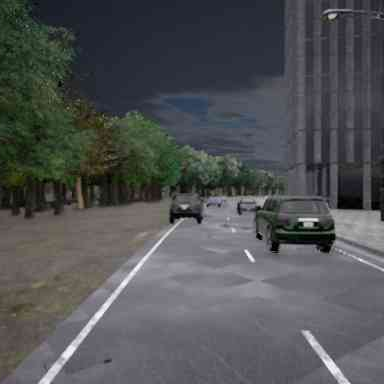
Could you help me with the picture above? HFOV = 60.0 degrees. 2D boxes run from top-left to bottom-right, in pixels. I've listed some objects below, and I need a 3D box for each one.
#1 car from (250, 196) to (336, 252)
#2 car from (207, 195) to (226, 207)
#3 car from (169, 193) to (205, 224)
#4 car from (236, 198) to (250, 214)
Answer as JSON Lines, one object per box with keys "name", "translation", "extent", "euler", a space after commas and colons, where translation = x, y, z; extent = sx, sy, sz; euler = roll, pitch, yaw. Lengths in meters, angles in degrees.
{"name": "car", "translation": [3.951, 1.155, 13.641], "extent": [2.150, 2.045, 5.566], "euler": [0, 0, 2]}
{"name": "car", "translation": [3.069, 1.250, 44.831], "extent": [2.033, 1.411, 5.357], "euler": [0, 1, 9]}
{"name": "car", "translation": [-0.312, 1.095, 23.939], "extent": [2.150, 2.045, 5.566], "euler": [0, 0, 4]}
{"name": "car", "translation": [5.277, 1.303, 32.038], "extent": [2.128, 1.511, 4.902], "euler": [0, 0, 6]}
